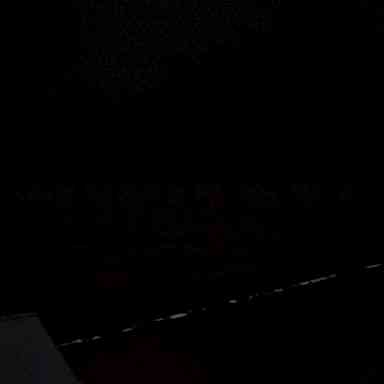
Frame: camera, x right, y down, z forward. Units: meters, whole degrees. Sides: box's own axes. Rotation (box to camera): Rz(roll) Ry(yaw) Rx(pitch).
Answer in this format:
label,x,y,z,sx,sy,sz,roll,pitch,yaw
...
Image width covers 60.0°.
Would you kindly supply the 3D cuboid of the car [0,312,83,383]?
label,x,y,z,sx,sy,sz,roll,pitch,yaw
car,-3.142,1.566,1.725,4.718,1.301,1.895,0,1,-35
